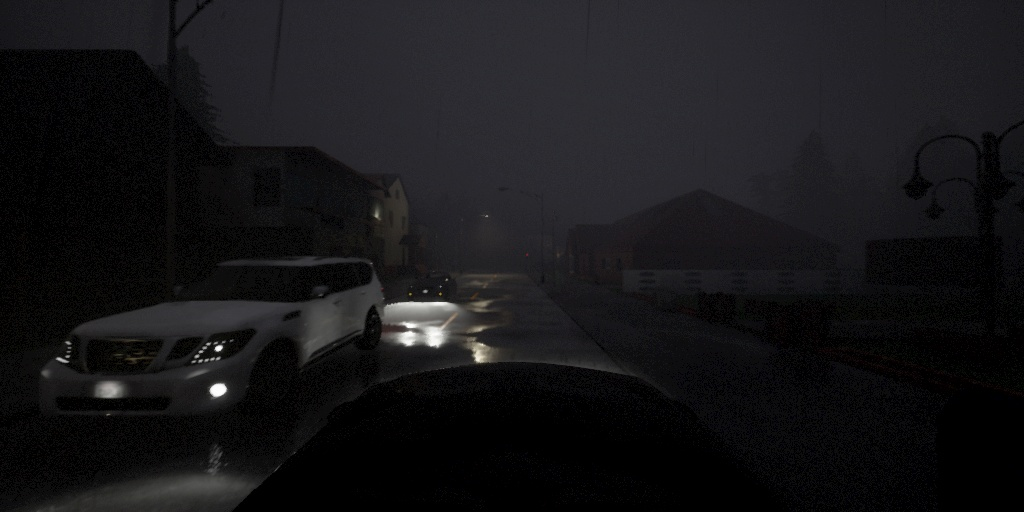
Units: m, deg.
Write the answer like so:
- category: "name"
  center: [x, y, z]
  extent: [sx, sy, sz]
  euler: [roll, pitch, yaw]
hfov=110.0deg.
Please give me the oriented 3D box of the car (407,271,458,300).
- category: "car"
  center: [-4.086, 1.506, 18.905]
  extent: [1.994, 1.385, 4.181]
  euler: [0, -1, 0]

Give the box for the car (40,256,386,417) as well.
- category: "car"
  center: [-4.100, 1.020, 6.412]
  extent: [2.150, 2.045, 5.566]
  euler: [0, 0, 0]
